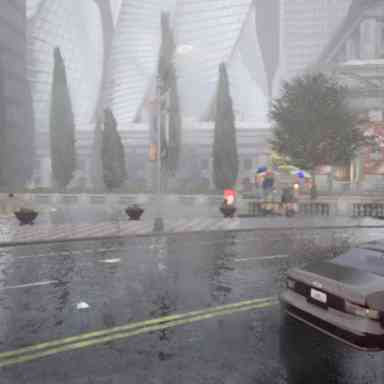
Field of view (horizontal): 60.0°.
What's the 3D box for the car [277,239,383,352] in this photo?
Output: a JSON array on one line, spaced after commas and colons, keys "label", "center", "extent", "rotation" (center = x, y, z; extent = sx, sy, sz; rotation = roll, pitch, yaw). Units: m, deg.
[{"label": "car", "center": [4.084, 1.511, 5.701], "extent": [5.357, 1.411, 2.033], "rotation": [0, 1, -24]}]
